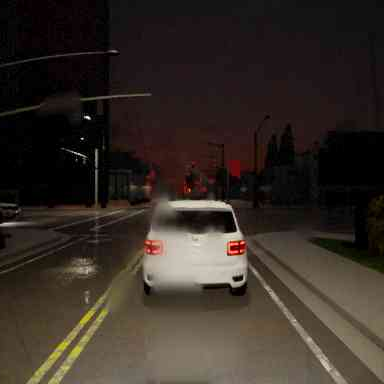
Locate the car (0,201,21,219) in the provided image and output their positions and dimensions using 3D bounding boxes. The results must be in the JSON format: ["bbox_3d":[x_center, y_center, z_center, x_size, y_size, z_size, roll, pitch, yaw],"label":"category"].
[{"bbox_3d":[-17.298,1.339,27.558,5.566,2.045,2.150,-1,0,0],"label":"car"}]

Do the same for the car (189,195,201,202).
[{"bbox_3d":[0.839,1.465,78.688,1.882,1.535,5.008,0,0,12],"label":"car"}]

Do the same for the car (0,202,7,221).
[{"bbox_3d":[-16.219,1.667,24.062,4.181,1.385,1.994,-1,0,0],"label":"car"}]

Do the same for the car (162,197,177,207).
[{"bbox_3d":[-3.530,1.564,52.961,1.994,1.385,4.181,0,0,0],"label":"car"}]

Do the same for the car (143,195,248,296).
[{"bbox_3d":[0.080,1.221,8.818,2.150,2.045,5.566,0,0,0],"label":"car"}]
